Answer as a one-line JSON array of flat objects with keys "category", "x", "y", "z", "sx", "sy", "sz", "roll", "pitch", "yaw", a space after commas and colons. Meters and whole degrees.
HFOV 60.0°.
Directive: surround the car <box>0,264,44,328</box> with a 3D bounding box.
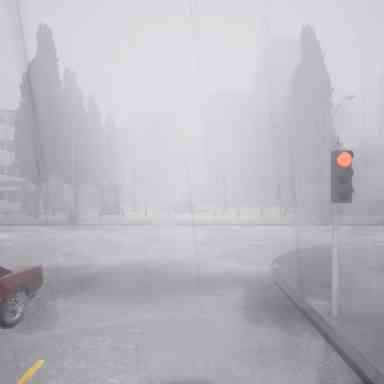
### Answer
[{"category": "car", "x": -3.890, "y": 1.601, "z": 4.242, "sx": 1.895, "sy": 1.301, "sz": 4.718, "roll": 0, "pitch": 0, "yaw": 3}]
